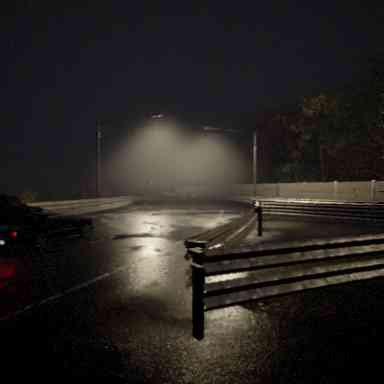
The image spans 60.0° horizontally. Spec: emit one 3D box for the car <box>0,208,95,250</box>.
[{"bbox_3d":[-6.111,1.489,13.967,1.895,1.301,4.718,0,0,17],"label":"car"}]

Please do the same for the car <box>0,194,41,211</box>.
[{"bbox_3d":[-9.284,1.087,15.533,2.150,2.045,5.566,0,0,17],"label":"car"}]
